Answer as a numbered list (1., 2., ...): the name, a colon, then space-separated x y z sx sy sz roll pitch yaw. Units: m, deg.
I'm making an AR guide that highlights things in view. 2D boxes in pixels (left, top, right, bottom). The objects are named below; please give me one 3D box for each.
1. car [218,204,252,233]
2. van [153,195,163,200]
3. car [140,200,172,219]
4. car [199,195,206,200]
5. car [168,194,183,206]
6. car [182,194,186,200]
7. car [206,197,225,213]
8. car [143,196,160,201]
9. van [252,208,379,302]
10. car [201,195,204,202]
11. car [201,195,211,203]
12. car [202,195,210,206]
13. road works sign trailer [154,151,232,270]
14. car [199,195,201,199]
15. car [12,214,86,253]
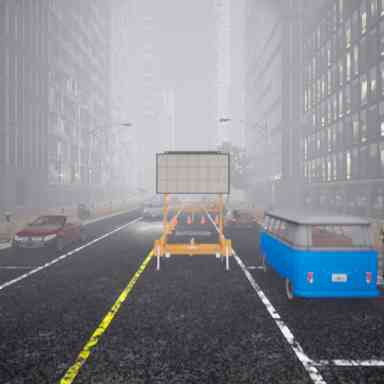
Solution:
1. car: 2.746 1.577 19.338 1.802 1.307 4.206 0 0 0
2. van: -5.531 1.316 53.522 1.690 1.788 3.998 0 0 0
3. car: -3.016 1.593 28.570 1.895 1.301 4.718 0 0 0
4. car: 2.970 1.441 93.341 1.887 1.381 4.507 0 0 0
5. car: -2.840 1.500 54.063 1.812 1.442 4.674 0 0 0
6. car: -2.729 1.149 90.957 2.150 2.045 5.566 0 0 0
7. car: 2.798 1.572 36.416 1.802 1.307 4.206 0 0 0
8. car: -5.566 1.538 42.137 2.008 1.369 4.403 0 0 0
9. van: 2.712 1.339 7.954 1.690 1.788 3.998 0 0 0
10. car: 2.849 1.526 53.493 2.008 1.369 4.403 0 0 0
11. car: 2.901 1.385 70.570 1.967 1.590 4.097 0 0 0
12. car: 2.832 1.533 47.801 2.008 1.369 4.403 0 0 0
13. road works sign trailer: 0.031 0.461 10.981 2.380 3.560 2.880 0 0 0
14. car: 2.884 1.395 64.878 1.967 1.590 4.097 0 0 0
15. car: -5.652 1.578 13.674 1.802 1.307 4.206 0 0 0
